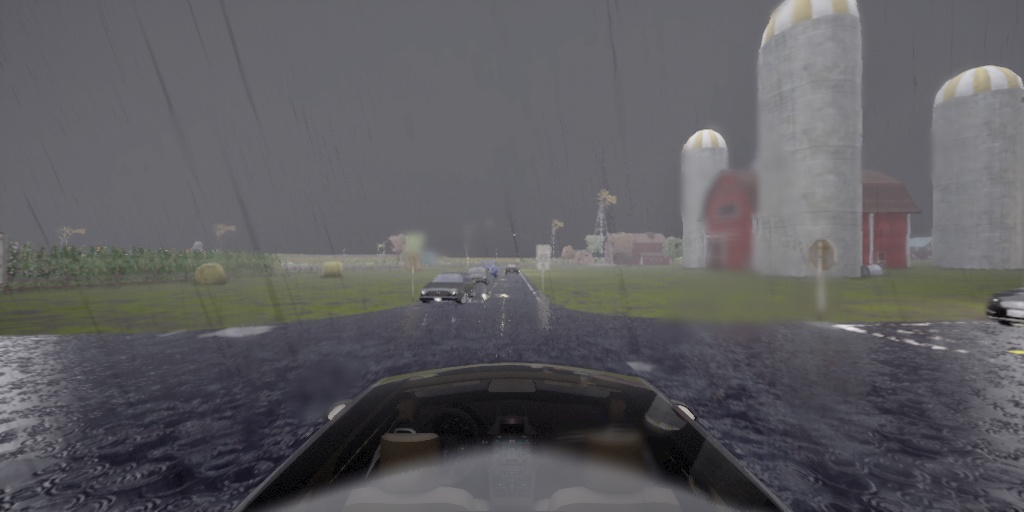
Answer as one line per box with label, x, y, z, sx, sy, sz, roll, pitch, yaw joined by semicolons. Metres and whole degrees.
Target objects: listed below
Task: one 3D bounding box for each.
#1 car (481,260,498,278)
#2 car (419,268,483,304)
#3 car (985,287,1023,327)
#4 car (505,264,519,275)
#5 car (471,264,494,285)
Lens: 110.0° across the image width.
car;-2.834;1.525;43.242;2.150;2.045;5.566;0;-1;0
car;-2.988;1.510;17.929;2.033;1.411;5.357;0;-1;4
car;14.549;1.078;8.604;4.902;1.511;2.128;-1;0;-1
car;-0.007;1.914;52.549;1.882;1.535;5.008;0;-1;0
car;-2.846;1.632;30.268;1.837;1.490;4.892;0;-1;0
